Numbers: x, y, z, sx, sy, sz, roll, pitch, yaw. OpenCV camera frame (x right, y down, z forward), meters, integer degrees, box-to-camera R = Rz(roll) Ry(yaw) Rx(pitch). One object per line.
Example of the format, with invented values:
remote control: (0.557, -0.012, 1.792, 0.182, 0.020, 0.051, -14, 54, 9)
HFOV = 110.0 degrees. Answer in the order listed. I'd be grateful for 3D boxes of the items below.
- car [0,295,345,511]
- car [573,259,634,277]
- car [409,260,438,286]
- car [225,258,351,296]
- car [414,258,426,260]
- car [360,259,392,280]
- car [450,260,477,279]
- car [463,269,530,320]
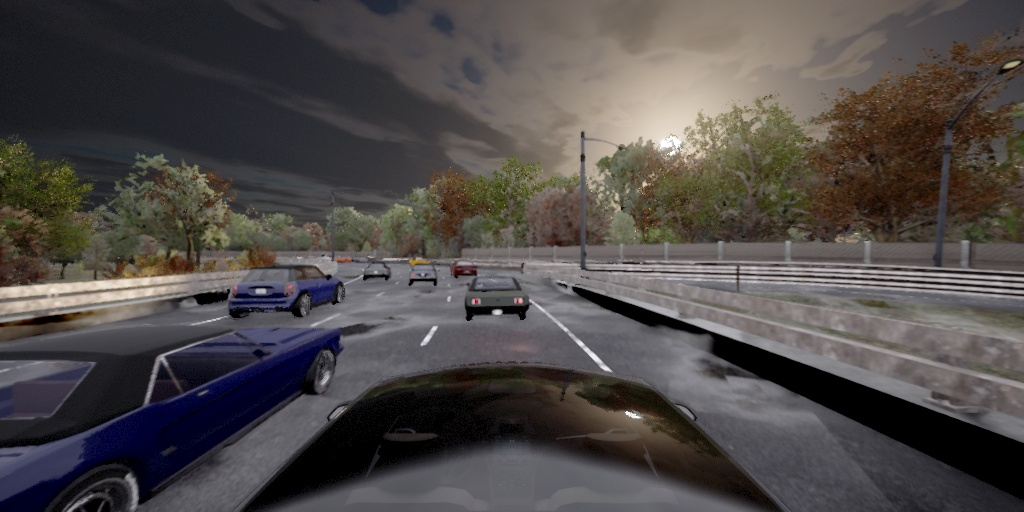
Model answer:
car: (-3.564, 1.355, 3.594, 1.895, 1.301, 4.718, 0, 0, -1)
car: (7.338, 1.029, 29.227, 5.008, 1.535, 1.882, -1, 0, 38)
car: (-6.146, 1.214, 24.855, 2.033, 1.411, 5.357, 0, 0, -13)
car: (-7.775, 1.078, 12.904, 2.097, 1.767, 4.553, 0, 0, -6)
car: (-14.594, 0.979, 56.032, 1.882, 1.535, 5.008, -1, 0, -32)
car: (-11.101, 1.225, 29.715, 1.994, 1.385, 4.181, 0, 0, -16)
car: (-4.301, 1.105, 31.398, 1.882, 1.535, 5.008, 0, 0, -16)
car: (-0.647, 1.305, 12.406, 1.895, 1.301, 4.718, 0, 0, -6)
